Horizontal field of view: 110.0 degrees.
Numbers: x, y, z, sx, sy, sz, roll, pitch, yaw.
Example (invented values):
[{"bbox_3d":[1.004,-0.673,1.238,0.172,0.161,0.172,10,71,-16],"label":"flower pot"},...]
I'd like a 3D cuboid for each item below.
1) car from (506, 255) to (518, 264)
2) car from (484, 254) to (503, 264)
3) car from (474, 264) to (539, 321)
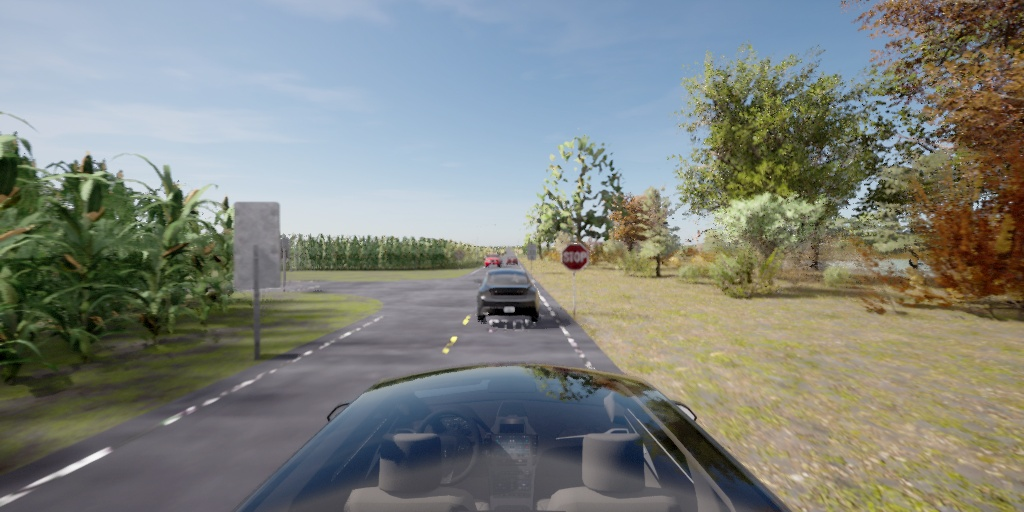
[{"bbox_3d":[0.057,0.693,64.945,2.097,1.767,4.553,0,0,1],"label":"car"},{"bbox_3d":[-2.808,0.650,53.051,2.150,2.045,5.566,0,0,0],"label":"car"},{"bbox_3d":[-0.219,1.197,12.148,1.837,1.490,4.892,0,0,-3],"label":"car"}]
